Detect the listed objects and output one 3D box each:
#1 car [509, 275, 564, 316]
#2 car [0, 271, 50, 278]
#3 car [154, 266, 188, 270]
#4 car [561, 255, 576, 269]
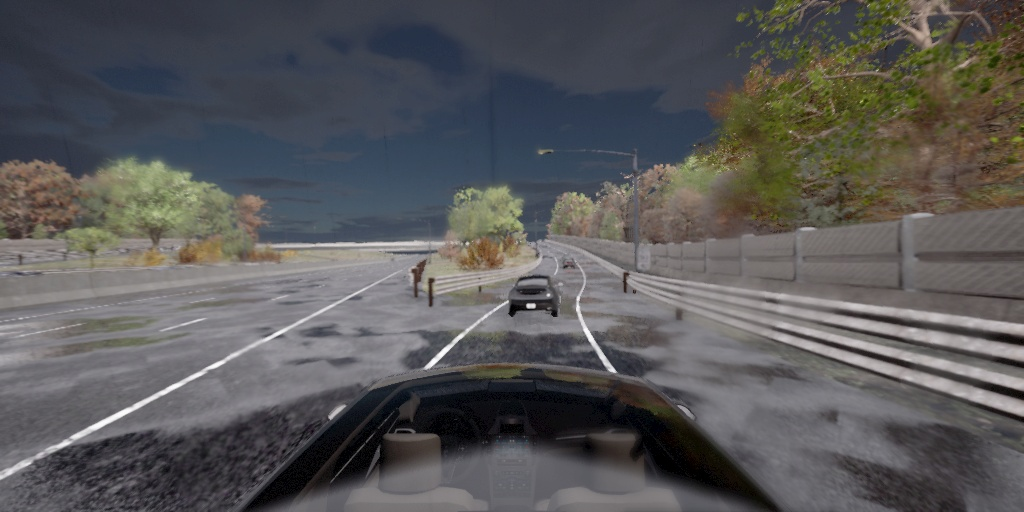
[{"bbox_3d":[1.042,1.529,14.895,1.837,1.490,4.892,-2,-1,9],"label":"car"},{"bbox_3d":[-37.145,1.852,26.481,2.128,1.511,4.902,-1,0,-13],"label":"car"},{"bbox_3d":[-31.490,1.717,33.139,2.128,1.511,4.902,-1,0,-13],"label":"car"},{"bbox_3d":[8.562,1.157,54.013,1.837,1.490,4.892,-1,2,7],"label":"car"}]
